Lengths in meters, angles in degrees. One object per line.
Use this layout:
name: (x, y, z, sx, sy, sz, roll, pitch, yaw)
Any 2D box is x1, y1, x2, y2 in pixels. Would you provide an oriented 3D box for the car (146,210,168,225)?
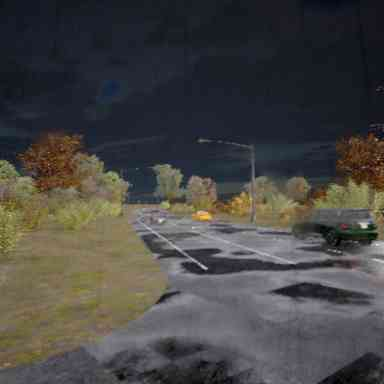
car: (-4.277, 3.407, 42.482, 2.128, 1.511, 4.902, -1, -2, -12)

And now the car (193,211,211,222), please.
car: (1.382, 3.570, 49.396, 1.882, 1.535, 5.008, -1, -2, -12)

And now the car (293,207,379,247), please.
car: (7.958, 1.910, 19.009, 2.150, 2.045, 5.566, -1, -2, -12)
